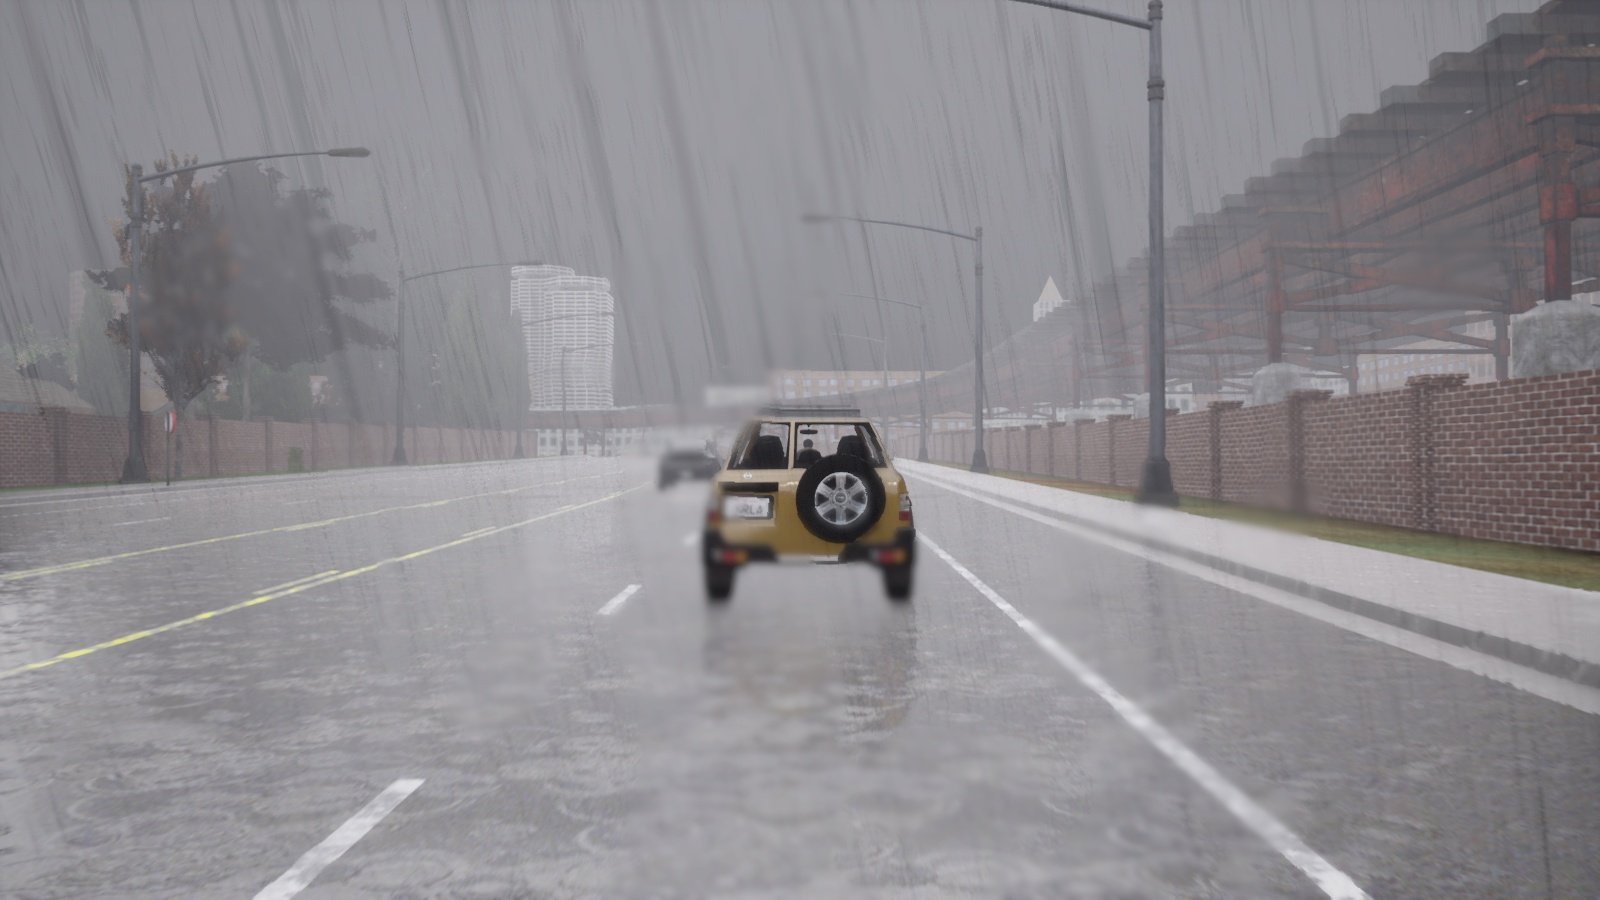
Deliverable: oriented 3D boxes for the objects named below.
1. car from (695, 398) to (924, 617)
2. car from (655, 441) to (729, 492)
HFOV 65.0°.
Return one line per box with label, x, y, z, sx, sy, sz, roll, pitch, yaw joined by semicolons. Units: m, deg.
car;0.092;0.468;12.932;1.932;1.855;4.605;0;0;0
car;-3.257;0.457;38.640;1.837;1.490;4.892;0;0;0
